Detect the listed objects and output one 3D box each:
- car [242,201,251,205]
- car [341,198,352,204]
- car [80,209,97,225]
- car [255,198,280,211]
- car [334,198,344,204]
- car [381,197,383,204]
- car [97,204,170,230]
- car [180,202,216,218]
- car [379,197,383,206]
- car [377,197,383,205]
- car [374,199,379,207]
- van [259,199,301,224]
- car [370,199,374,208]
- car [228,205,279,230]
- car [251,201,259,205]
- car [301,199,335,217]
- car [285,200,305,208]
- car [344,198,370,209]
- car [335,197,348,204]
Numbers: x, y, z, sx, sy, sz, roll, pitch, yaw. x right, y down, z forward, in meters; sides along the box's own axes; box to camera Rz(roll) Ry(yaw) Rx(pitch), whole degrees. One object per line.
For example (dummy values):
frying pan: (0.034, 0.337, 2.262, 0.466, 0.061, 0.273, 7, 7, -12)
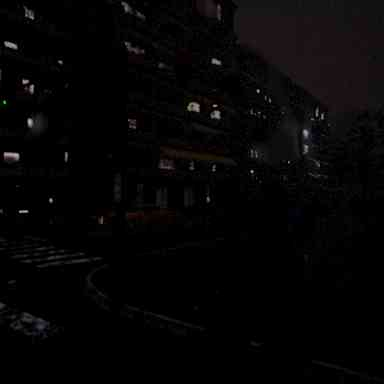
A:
car: (7.241, 1.826, 41.666, 1.802, 1.307, 4.206, 1, 0, 36)
car: (39.981, 2.208, 86.063, 1.752, 1.417, 4.829, 1, 0, 36)
car: (-5.895, 1.612, 23.852, 2.008, 1.369, 4.403, 1, 0, 36)
car: (10.527, 1.730, 46.119, 1.967, 1.590, 4.097, 1, 0, 36)
car: (33.514, 2.164, 77.293, 1.947, 1.339, 4.313, 1, 0, 36)
car: (40.253, 2.295, 72.314, 2.008, 1.369, 4.403, 1, 0, 36)
car: (-3.596, 1.587, 22.600, 1.882, 1.535, 5.008, 1, 0, 36)
car: (0.674, 1.698, 32.759, 1.887, 1.381, 4.507, 1, 0, 36)
car: (36.969, 2.245, 67.859, 1.887, 1.381, 4.507, 1, 0, 36)
car: (46.824, 2.145, 81.220, 2.192, 1.841, 5.009, 1, 0, 36)
car: (33.686, 2.097, 63.407, 1.967, 1.590, 4.097, 1, 0, 36)
van: (7.415, 1.640, 27.779, 1.690, 1.788, 3.998, 1, 0, 36)
car: (30.400, 2.195, 58.952, 1.802, 1.307, 4.206, 1, 0, 36)
car: (4.129, 1.819, 23.326, 1.947, 1.339, 4.313, 1, 0, 36)
car: (9.450, 1.796, 40.261, 1.837, 1.490, 4.892, 1, 0, 37)
car: (13.982, 1.830, 36.686, 1.967, 1.590, 4.097, 1, 0, 36)
car: (17.093, 1.961, 55.026, 1.802, 1.307, 4.206, 1, 0, 36)
car: (27.120, 1.884, 54.500, 2.192, 1.841, 5.009, 1, 0, 36)
car: (36.799, 2.081, 81.747, 1.967, 1.590, 4.097, 1, 0, 36)
